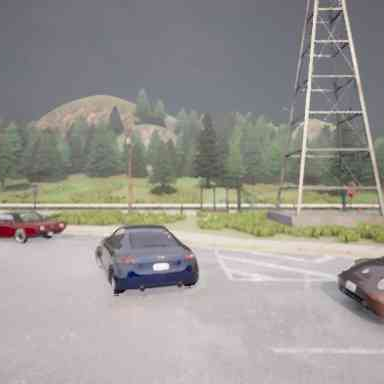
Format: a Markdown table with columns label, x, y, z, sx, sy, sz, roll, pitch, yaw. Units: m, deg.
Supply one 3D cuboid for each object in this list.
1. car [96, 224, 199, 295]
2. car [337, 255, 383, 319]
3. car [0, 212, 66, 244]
| label | x | y | z | sx | sy | sz | roll | pitch | yaw |
| --- | --- | --- | --- | --- | --- | --- | --- | --- | --- |
| car | -1.361 | 1.556 | 8.932 | 1.994 | 1.385 | 4.181 | 0 | 0 | -21 |
| car | 4.893 | 1.516 | 6.200 | 3.905 | 1.438 | 1.784 | 0 | 0 | 0 |
| car | -8.437 | 1.590 | 15.626 | 4.718 | 1.301 | 1.895 | 0 | 0 | 18 |
